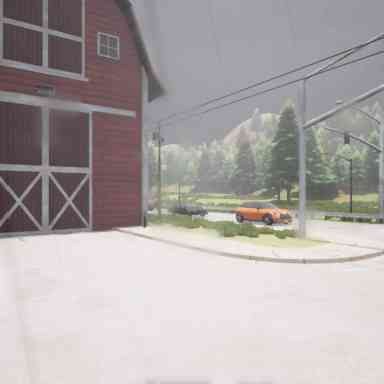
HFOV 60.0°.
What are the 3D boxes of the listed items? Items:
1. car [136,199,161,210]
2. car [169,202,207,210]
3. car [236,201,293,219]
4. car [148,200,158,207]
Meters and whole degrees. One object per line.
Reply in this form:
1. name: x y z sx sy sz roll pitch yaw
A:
1. car: -6.558 1.850 49.597 1.812 1.442 4.674 0 0 -34
2. car: -0.522 1.778 34.384 2.033 1.411 5.357 0 0 -34
3. car: 5.473 1.526 25.612 2.097 1.767 4.553 0 0 -34
4. car: -6.531 1.851 43.194 1.994 1.385 4.181 0 0 -34
